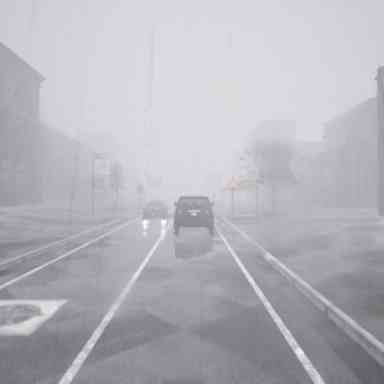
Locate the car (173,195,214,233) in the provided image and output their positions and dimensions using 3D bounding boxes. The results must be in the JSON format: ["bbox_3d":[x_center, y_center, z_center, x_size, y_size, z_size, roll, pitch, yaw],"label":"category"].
[{"bbox_3d":[0.098,1.202,19.444,2.150,2.045,5.566,0,0,0],"label":"car"}]

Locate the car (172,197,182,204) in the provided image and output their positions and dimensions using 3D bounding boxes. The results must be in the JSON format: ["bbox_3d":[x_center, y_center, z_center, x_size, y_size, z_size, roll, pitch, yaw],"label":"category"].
[{"bbox_3d":[-3.007,1.762,69.222,1.895,1.301,4.718,0,-1,0],"label":"car"}]

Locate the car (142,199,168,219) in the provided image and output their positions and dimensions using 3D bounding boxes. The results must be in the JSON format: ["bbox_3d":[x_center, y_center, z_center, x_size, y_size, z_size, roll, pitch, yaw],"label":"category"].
[{"bbox_3d":[-3.098,1.423,28.678,1.837,1.490,4.892,0,2,-1],"label":"car"}]

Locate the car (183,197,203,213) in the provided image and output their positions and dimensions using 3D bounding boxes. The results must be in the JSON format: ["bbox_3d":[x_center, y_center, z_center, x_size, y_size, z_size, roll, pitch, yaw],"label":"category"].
[{"bbox_3d":[0.096,1.425,37.846,2.128,1.511,4.902,0,0,0],"label":"car"}]
